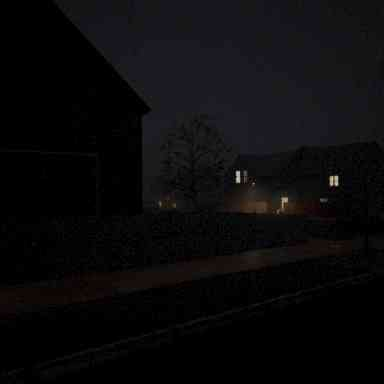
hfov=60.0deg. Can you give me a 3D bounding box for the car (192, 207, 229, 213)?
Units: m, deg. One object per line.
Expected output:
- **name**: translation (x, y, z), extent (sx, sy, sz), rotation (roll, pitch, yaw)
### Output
- **car**: translation (2.077, 2.081, 29.910), extent (2.033, 1.411, 5.357), rotation (-1, -1, -36)

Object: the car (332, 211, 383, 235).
- **car**: translation (10.035, 1.728, 18.274), extent (1.812, 1.442, 4.674), rotation (-1, -1, -30)

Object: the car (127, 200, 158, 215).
- **car**: translation (-7.291, 2.192, 48.099), extent (2.150, 2.045, 5.566), rotation (-1, -1, -35)

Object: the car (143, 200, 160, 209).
- **car**: translation (-5.934, 2.084, 41.214), extent (2.150, 2.045, 5.566), rotation (-1, -1, -35)
